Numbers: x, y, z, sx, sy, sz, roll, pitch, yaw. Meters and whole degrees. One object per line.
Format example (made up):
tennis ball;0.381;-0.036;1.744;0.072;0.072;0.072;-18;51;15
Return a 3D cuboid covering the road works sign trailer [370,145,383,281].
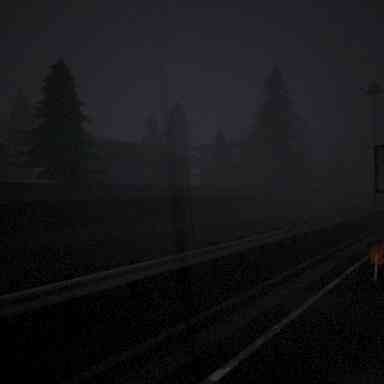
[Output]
road works sign trailer;6.217;0.414;8.776;2.380;3.560;2.880;0;0;38
